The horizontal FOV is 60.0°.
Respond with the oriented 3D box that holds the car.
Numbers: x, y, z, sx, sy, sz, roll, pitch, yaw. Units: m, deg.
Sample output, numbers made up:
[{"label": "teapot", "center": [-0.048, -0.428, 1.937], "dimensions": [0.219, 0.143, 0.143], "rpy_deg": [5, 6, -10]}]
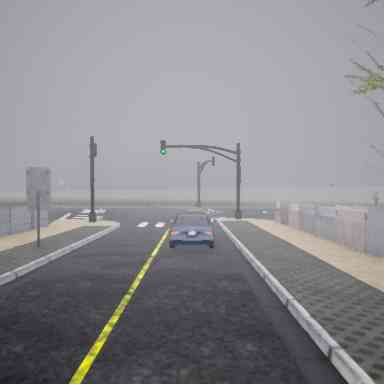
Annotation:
[{"label": "car", "center": [0.000, 1.557, 14.654], "dimensions": [2.033, 1.411, 5.357], "rpy_deg": [0, 0, 0]}]
